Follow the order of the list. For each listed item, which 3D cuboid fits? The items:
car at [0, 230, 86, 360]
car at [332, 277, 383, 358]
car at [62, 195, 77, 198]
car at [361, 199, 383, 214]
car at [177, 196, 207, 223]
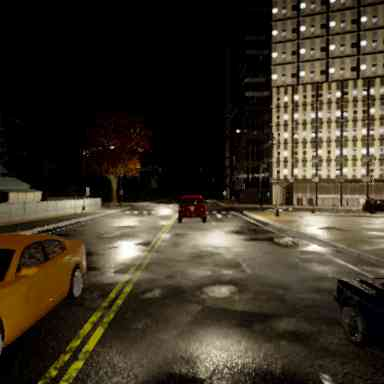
[{"bbox_3d":[-3.350,1.497,5.607,1.882,1.535,5.008,0,0,0],"label":"car"},{"bbox_3d":[3.249,1.613,3.385,1.895,1.301,4.718,0,0,0],"label":"car"},{"bbox_3d":[-23.586,1.380,62.612,4.553,1.767,2.097,0,1,21],"label":"car"},{"bbox_3d":[22.999,1.803,39.718,5.009,1.841,2.192,0,2,20],"label":"car"},{"bbox_3d":[-0.011,1.320,26.564,2.150,2.045,5.566,0,0,-1],"label":"car"}]
